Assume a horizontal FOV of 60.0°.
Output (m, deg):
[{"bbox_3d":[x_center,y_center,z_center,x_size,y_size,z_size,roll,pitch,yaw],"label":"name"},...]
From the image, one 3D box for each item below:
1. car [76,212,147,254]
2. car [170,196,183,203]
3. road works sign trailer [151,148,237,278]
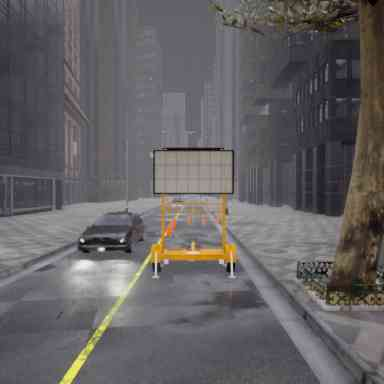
[{"bbox_3d":[-3.057,1.551,13.870,2.033,1.411,5.357,0,0,0],"label":"car"},{"bbox_3d":[-2.797,1.664,64.594,1.994,1.385,4.181,0,0,0],"label":"car"},{"bbox_3d":[0.046,0.465,10.099,2.380,3.560,2.880,0,0,0],"label":"road works sign trailer"}]
